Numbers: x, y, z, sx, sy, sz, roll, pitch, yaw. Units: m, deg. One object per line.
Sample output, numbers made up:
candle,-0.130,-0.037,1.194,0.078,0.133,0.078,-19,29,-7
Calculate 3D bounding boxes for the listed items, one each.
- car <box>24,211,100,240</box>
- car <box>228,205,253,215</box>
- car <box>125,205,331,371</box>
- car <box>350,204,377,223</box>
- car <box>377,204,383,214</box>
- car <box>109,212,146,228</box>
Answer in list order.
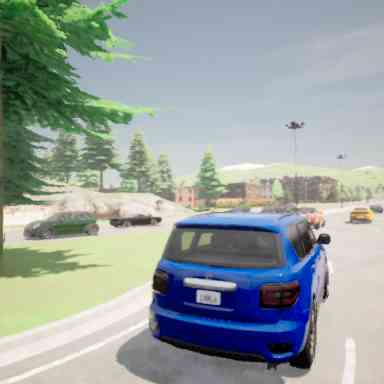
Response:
car,-8.628,2.106,22.196,4.553,1.767,2.097,1,-2,-42
car,7.928,2.942,53.814,2.033,1.411,5.357,-2,-2,33
car,1.314,1.390,6.361,2.150,2.045,5.566,-1,-1,25
car,16.739,2.157,32.715,1.882,1.535,5.008,-2,-2,31
car,27.747,2.555,50.187,2.033,1.411,5.357,-2,-2,34
car,-5.048,2.521,30.065,4.718,1.301,1.895,1,-2,-44
